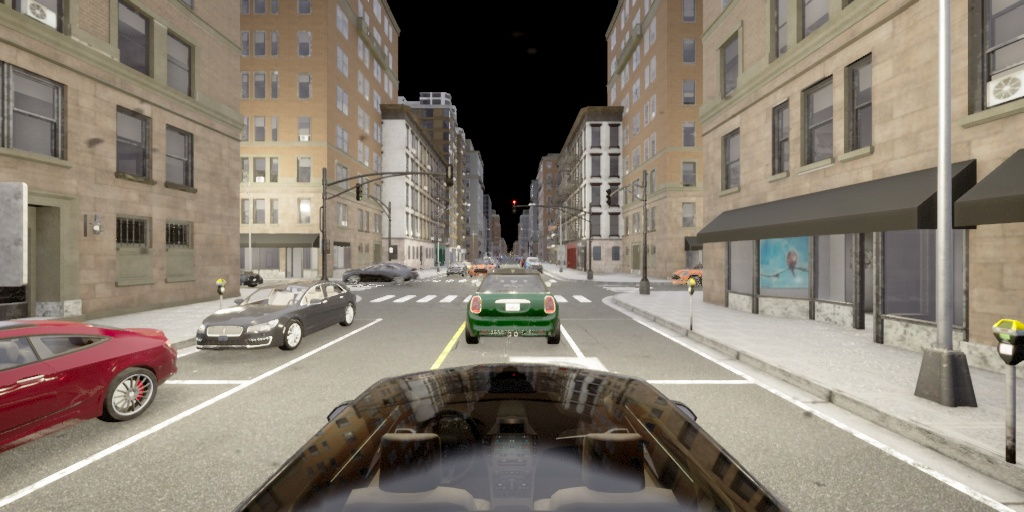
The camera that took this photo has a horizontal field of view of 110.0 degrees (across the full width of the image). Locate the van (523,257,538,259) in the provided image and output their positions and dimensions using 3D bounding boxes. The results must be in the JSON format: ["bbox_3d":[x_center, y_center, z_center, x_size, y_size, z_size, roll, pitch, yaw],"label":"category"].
[{"bbox_3d":[2.626,1.085,46.559,1.690,1.789,3.998,0,0,0],"label":"van"}]

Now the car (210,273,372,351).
[{"bbox_3d":[-5.391,1.300,8.867,2.007,1.370,4.403,0,0,0],"label":"car"}]

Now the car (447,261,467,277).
[{"bbox_3d":[-5.401,1.296,35.743,2.007,1.370,4.403,0,0,0],"label":"car"}]

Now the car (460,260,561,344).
[{"bbox_3d":[0.038,1.102,9.711,2.097,1.767,4.553,0,0,1],"label":"car"}]

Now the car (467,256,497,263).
[{"bbox_3d":[-2.832,1.098,34.684,2.097,1.767,4.553,0,0,0],"label":"car"}]

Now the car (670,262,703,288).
[{"bbox_3d":[13.159,1.180,24.105,4.553,1.767,2.097,0,0,0],"label":"car"}]

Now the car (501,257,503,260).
[{"bbox_3d":[-2.836,1.243,55.835,1.837,1.490,4.892,0,1,0],"label":"car"}]

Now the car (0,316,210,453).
[{"bbox_3d":[-5.389,1.332,3.186,1.802,1.307,4.207,0,0,0],"label":"car"}]

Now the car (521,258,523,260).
[{"bbox_3d":[2.626,1.325,51.966,1.802,1.307,4.207,0,0,0],"label":"car"}]

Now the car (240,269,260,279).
[{"bbox_3d":[-17.150,1.223,21.099,4.181,1.385,1.994,0,0,0],"label":"car"}]

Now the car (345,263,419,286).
[{"bbox_3d":[-8.763,1.207,24.069,4.902,1.511,2.128,1,0,0],"label":"car"}]

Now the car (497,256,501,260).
[{"bbox_3d":[-2.852,1.096,44.606,2.097,1.767,4.553,0,0,-1],"label":"car"}]

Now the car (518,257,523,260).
[{"bbox_3d":[2.625,1.056,62.778,2.192,1.841,5.009,0,0,0],"label":"car"}]
